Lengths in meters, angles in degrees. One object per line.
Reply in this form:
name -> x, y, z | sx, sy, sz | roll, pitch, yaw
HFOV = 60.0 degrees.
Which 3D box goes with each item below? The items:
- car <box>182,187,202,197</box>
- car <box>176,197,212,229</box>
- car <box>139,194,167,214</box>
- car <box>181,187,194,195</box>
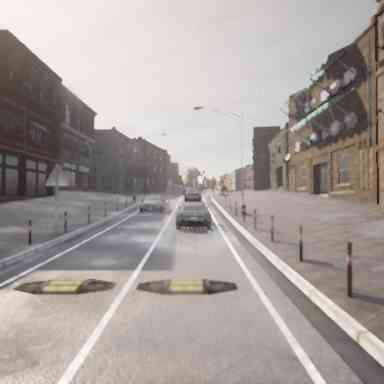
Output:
car -> 0.114, 0.444, 36.769 | 2.128, 1.511, 4.902 | 0, 2, 0
car -> 0.096, 1.259, 19.256 | 1.994, 1.385, 4.181 | 0, 2, 0
car -> -3.098, 0.923, 27.100 | 1.812, 1.442, 4.674 | 0, 3, 0
car -> -0.893, -0.272, 67.979 | 1.882, 1.535, 5.008 | 0, 1, 8
